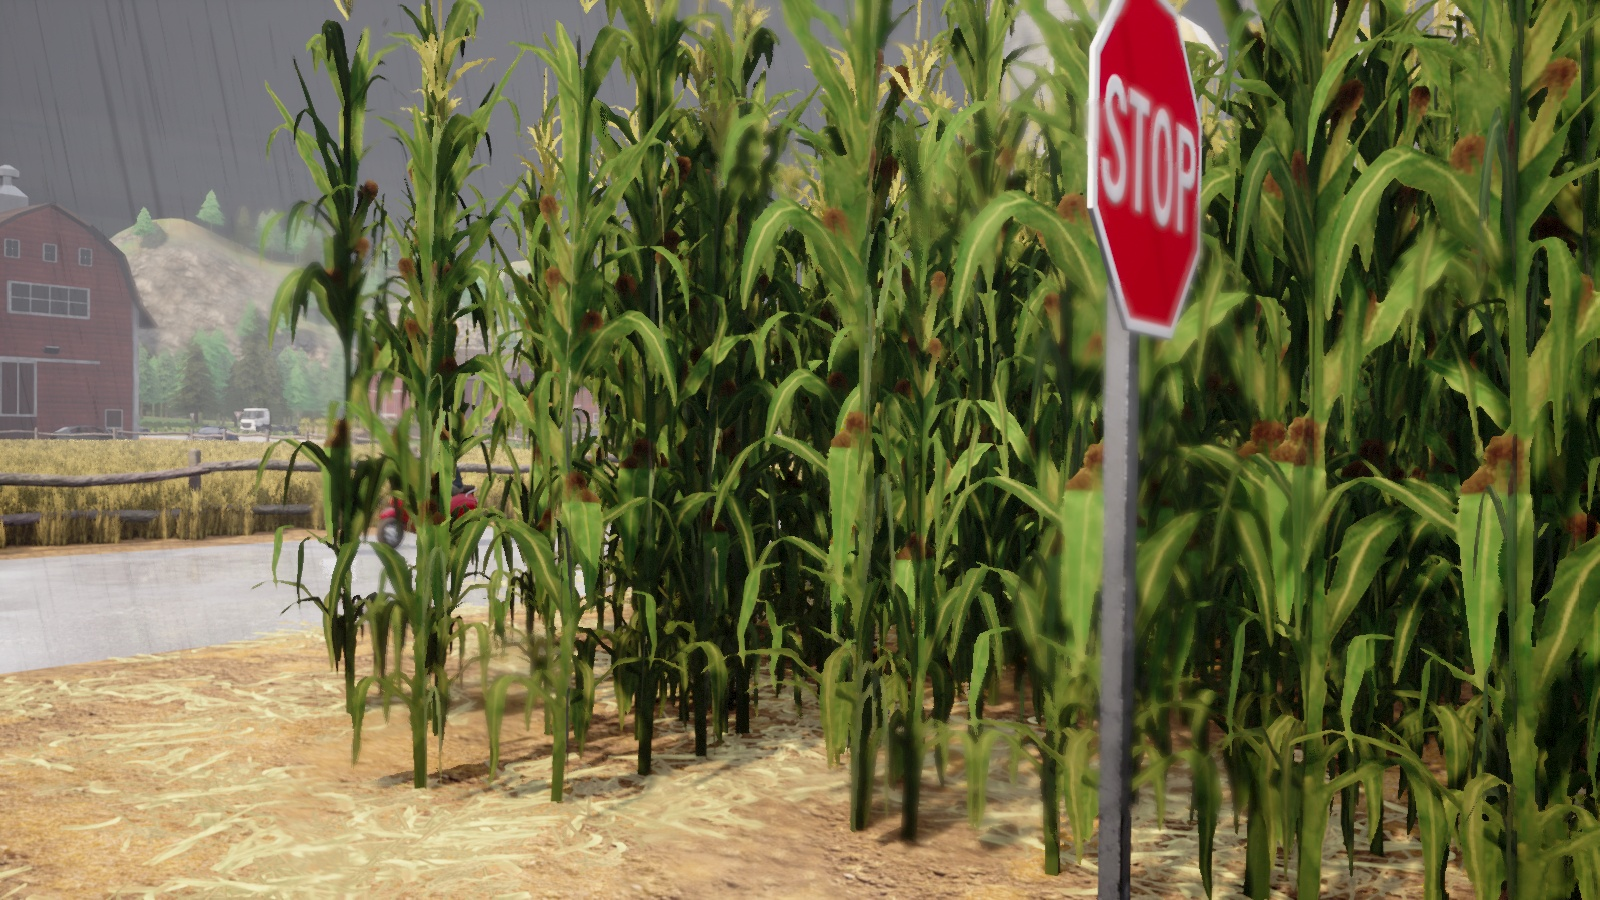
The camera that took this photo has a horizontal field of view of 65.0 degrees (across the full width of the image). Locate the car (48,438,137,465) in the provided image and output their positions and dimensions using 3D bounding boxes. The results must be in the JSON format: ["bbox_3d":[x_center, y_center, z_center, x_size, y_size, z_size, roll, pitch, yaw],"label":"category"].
[{"bbox_3d":[-41.452,0.062,73.620,1.816,1.474,4.193,0,1,42],"label":"car"}]

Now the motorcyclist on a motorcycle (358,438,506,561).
[{"bbox_3d":[-5.014,0.628,17.217,0.866,1.590,1.817,0,1,33],"label":"motorcyclist on a motorcycle"}]

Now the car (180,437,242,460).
[{"bbox_3d":[-38.737,-0.111,82.724,1.812,1.442,4.674,0,1,1],"label":"car"}]
